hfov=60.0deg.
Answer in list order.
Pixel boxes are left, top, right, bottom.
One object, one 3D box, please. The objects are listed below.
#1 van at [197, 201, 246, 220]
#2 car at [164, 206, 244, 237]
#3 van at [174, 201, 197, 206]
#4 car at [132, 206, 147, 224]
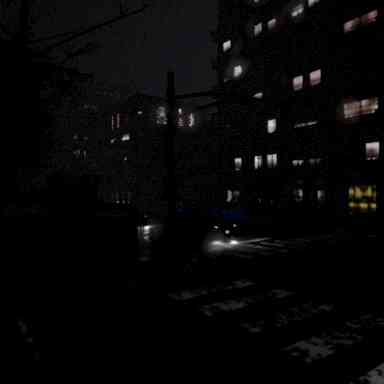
[{"bbox_3d":[2.505,1.640,26.886,1.690,1.788,3.998,-1,0,-36],"label":"van"},{"bbox_3d":[0.349,1.797,20.035,2.033,1.411,5.357,0,-1,-36],"label":"car"},{"bbox_3d":[-0.752,1.731,31.365,1.690,1.788,3.998,-1,0,-36],"label":"van"},{"bbox_3d":[-5.526,1.917,28.112,1.837,1.490,4.892,0,-1,-36],"label":"car"}]
